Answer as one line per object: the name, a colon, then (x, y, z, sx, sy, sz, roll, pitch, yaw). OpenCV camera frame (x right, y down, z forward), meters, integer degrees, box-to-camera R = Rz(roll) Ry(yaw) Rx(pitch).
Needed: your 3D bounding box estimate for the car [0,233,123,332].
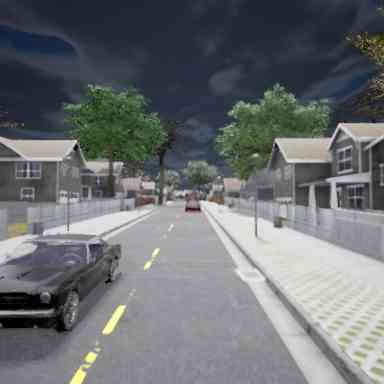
car: (-2.845, 1.611, 6.957, 1.895, 1.301, 4.718, 0, 0, 0)

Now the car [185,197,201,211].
car: (0.126, 1.727, 43.273, 1.994, 1.385, 4.181, 0, 0, 0)

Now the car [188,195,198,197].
car: (0.131, 1.505, 60.325, 2.150, 2.045, 5.566, 0, -1, 0)
